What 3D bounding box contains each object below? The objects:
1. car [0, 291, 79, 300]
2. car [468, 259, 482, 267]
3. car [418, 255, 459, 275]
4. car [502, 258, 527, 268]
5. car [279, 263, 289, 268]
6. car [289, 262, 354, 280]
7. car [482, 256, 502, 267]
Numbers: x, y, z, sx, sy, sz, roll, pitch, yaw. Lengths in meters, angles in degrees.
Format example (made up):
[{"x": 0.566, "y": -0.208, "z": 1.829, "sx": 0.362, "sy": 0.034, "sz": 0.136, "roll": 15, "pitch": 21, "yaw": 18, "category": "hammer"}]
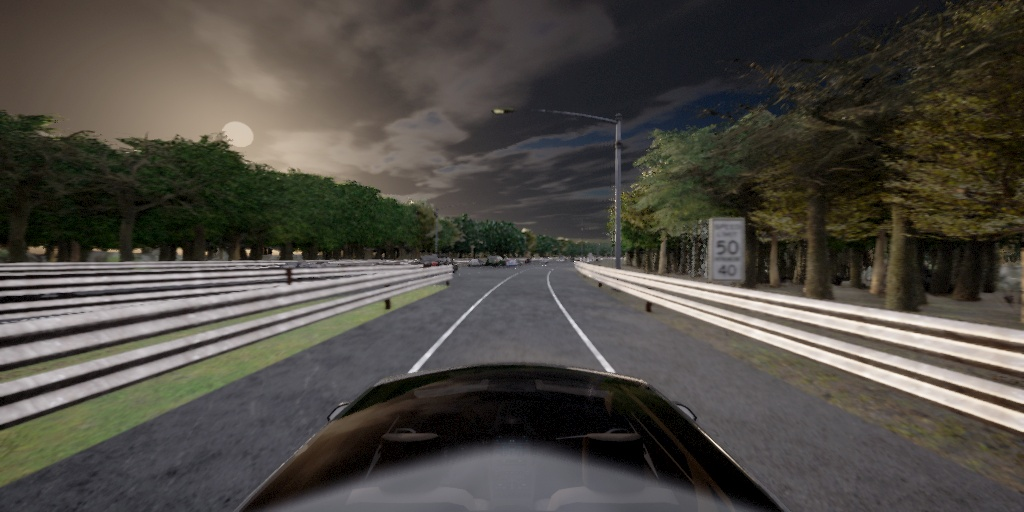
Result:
[{"x": -15.639, "y": 1.039, "z": 9.814, "sx": 1.882, "sy": 1.535, "sz": 5.008, "roll": 0, "pitch": 0, "yaw": 17, "category": "car"}, {"x": -6.231, "y": 1.279, "z": 64.376, "sx": 1.994, "sy": 1.385, "sz": 4.181, "roll": 0, "pitch": 0, "yaw": 17, "category": "car"}, {"x": -7.419, "y": 0.884, "z": 36.612, "sx": 2.150, "sy": 2.045, "sz": 5.566, "roll": 0, "pitch": 0, "yaw": 17, "category": "car"}, {"x": 0.478, "y": 1.293, "z": 62.376, "sx": 2.033, "sy": 1.411, "sz": 5.357, "roll": 0, "pitch": 0, "yaw": 17, "category": "car"}, {"x": -17.048, "y": 1.196, "z": 29.087, "sx": 1.895, "sy": 1.301, "sz": 4.718, "roll": 0, "pitch": 0, "yaw": 17, "category": "car"}, {"x": -14.006, "y": 1.172, "z": 27.081, "sx": 1.994, "sy": 1.385, "sz": 4.181, "roll": 0, "pitch": 0, "yaw": 17, "category": "car"}, {"x": -2.862, "y": 0.953, "z": 63.412, "sx": 2.150, "sy": 2.045, "sz": 5.566, "roll": 0, "pitch": 0, "yaw": 17, "category": "car"}]
